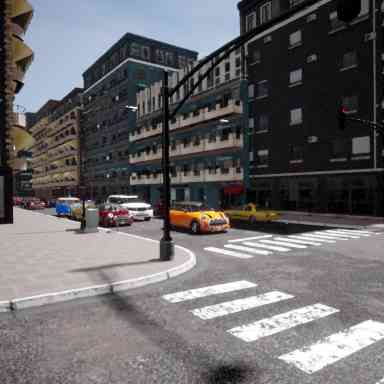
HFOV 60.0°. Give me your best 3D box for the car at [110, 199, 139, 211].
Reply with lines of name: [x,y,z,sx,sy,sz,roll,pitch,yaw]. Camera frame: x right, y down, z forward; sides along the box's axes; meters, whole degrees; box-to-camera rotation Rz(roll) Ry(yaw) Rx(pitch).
car: [-8.645,1.582,42.339,2.008,1.369,4.403,-1,1,-36]

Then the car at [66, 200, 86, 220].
car: [-8.927,1.652,28.324,1.752,1.417,4.829,-1,1,-36]

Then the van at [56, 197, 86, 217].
van: [-12.247,1.483,32.963,1.690,1.788,3.998,-1,1,-36]

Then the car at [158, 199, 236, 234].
car: [0.180,1.409,20.038,2.097,1.767,4.553,-1,0,-36]

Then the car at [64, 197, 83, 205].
car: [-21.517,1.646,60.349,2.008,1.369,4.403,-1,1,-36]

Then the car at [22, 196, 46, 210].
car: [-21.900,1.628,46.471,1.967,1.590,4.097,-1,1,-36]

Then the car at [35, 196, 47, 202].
car: [-37.608,1.728,82.862,1.887,1.381,4.507,-1,1,-36]

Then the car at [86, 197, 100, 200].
car: [-11.841,1.658,36.862,2.033,1.411,5.357,-1,0,-36]

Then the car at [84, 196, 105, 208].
car: [-15.083,1.502,51.343,1.967,1.590,4.097,-1,1,-36]

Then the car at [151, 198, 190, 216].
car: [-2.210,1.441,33.333,1.967,1.590,4.097,-1,1,-36]

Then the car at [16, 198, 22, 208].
car: [-25.116,1.770,50.974,1.947,1.339,4.313,-1,1,-36]

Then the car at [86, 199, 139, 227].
car: [-5.810,1.553,23.960,1.967,1.590,4.097,-1,1,-36]

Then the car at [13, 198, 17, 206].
car: [-31.552,1.783,59.980,1.887,1.381,4.507,-1,1,-36]

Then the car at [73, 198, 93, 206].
car: [-18.299,1.644,55.847,1.947,1.339,4.313,-1,1,-36]

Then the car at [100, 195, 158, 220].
car: [-5.400,1.301,27.835,2.150,2.045,5.566,-1,1,-36]

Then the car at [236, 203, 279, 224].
car: [4.128,1.498,24.468,1.752,1.417,4.829,-1,1,-36]
